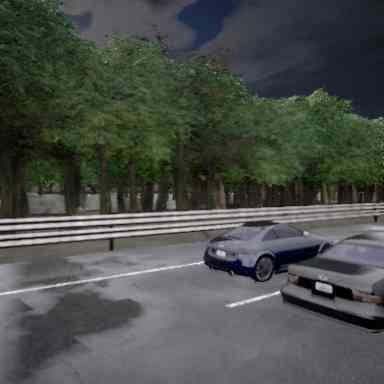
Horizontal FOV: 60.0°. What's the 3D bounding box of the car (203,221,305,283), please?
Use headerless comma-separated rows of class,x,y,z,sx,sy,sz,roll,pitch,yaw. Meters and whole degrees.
car,2.384,1.557,9.745,4.181,1.385,1.994,0,0,-35

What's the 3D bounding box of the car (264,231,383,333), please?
car,4.110,1.540,6.673,5.357,1.411,2.033,0,0,-35
